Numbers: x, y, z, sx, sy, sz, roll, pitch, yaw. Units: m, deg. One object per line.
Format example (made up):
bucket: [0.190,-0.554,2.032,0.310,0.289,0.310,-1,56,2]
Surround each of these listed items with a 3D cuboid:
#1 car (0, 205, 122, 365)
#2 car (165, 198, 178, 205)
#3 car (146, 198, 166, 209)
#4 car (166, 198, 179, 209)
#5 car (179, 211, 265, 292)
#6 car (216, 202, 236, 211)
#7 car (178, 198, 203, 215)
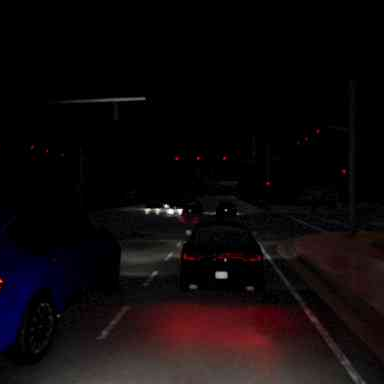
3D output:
car: [-2.964,1.239,6.049,2.150,2.045,5.566,0,0,3]
car: [-4.017,1.832,65.844,1.895,1.301,4.718,0,0,6]
car: [-5.571,1.651,50.337,1.882,1.535,5.008,0,0,6]
car: [-2.169,1.775,49.213,1.895,1.301,4.718,0,0,6]
car: [0.800,1.512,9.103,1.882,1.535,5.008,0,0,5]
car: [3.408,1.688,33.077,1.994,1.385,4.181,0,0,6]
car: [0.080,1.651,34.822,1.812,1.442,4.674,0,0,6]
